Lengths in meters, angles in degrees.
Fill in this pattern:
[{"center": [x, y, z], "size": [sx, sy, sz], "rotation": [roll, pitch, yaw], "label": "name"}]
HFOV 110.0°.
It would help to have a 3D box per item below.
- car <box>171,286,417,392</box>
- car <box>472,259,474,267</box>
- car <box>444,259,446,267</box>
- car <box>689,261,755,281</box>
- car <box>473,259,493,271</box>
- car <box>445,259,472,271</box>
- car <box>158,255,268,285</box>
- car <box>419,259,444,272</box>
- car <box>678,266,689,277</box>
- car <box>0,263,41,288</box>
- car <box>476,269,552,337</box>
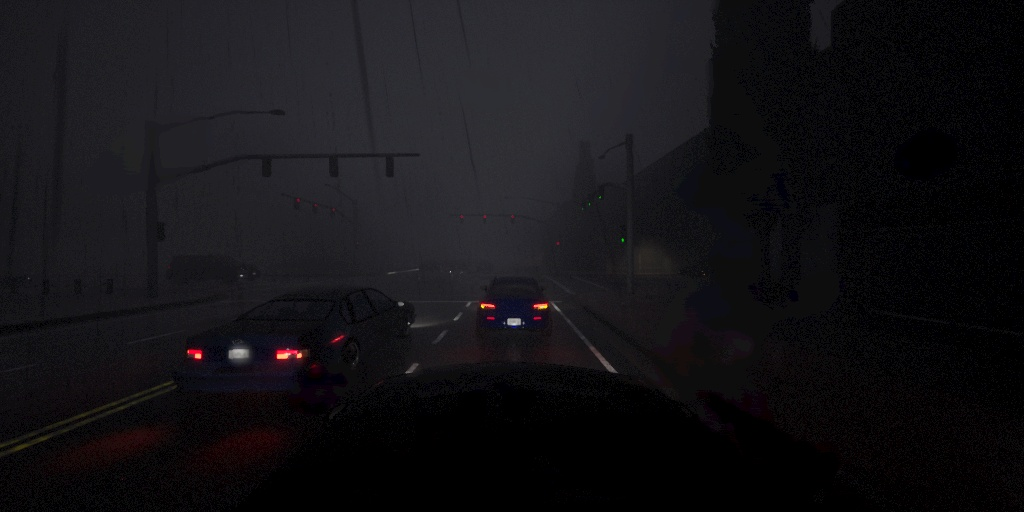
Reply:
[{"center": [-3.449, 1.297, 7.060], "size": [2.033, 1.411, 5.357], "rotation": [0, 0, 0], "label": "car"}, {"center": [-6.987, 1.222, 61.449], "size": [1.882, 1.535, 5.008], "rotation": [0, 0, 2], "label": "car"}, {"center": [-10.536, 1.245, 59.598], "size": [1.837, 1.490, 4.892], "rotation": [0, 1, 2], "label": "car"}, {"center": [17.861, 1.252, 29.830], "size": [4.892, 1.490, 1.837], "rotation": [0, 0, 0], "label": "car"}, {"center": [-3.595, 1.309, 47.687], "size": [1.994, 1.385, 4.181], "rotation": [0, 0, 1], "label": "car"}, {"center": [-7.270, 1.237, 49.284], "size": [2.128, 1.511, 4.902], "rotation": [0, 0, 1], "label": "car"}, {"center": [-20.981, 0.969, 25.367], "size": [5.566, 2.045, 2.150], "rotation": [0, 0, -2], "label": "car"}, {"center": [-10.803, 1.223, 47.233], "size": [1.882, 1.535, 5.008], "rotation": [0, 0, 1], "label": "car"}, {"center": [17.991, 1.238, 33.329], "size": [4.902, 1.511, 2.128], "rotation": [0, 0, 0], "label": "car"}, {"center": [-32.787, 1.295, 21.758], "size": [5.357, 1.411, 2.033], "rotation": [0, 0, 0], "label": "car"}, {"center": [0.058, 1.275, 10.161], "size": [1.812, 1.442, 4.674], "rotation": [0, 0, 0], "label": "car"}]
